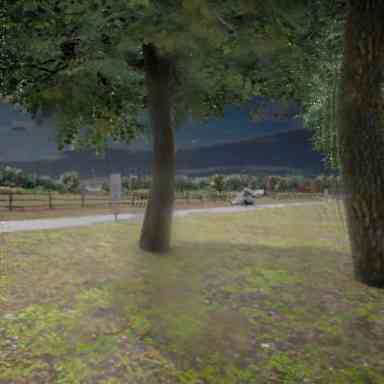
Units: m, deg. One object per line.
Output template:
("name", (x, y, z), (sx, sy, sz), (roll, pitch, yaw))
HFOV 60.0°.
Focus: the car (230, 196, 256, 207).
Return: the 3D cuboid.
("car", (6.940, 1.255, 45.264), (2.128, 1.511, 4.902), (-1, -1, 36))
